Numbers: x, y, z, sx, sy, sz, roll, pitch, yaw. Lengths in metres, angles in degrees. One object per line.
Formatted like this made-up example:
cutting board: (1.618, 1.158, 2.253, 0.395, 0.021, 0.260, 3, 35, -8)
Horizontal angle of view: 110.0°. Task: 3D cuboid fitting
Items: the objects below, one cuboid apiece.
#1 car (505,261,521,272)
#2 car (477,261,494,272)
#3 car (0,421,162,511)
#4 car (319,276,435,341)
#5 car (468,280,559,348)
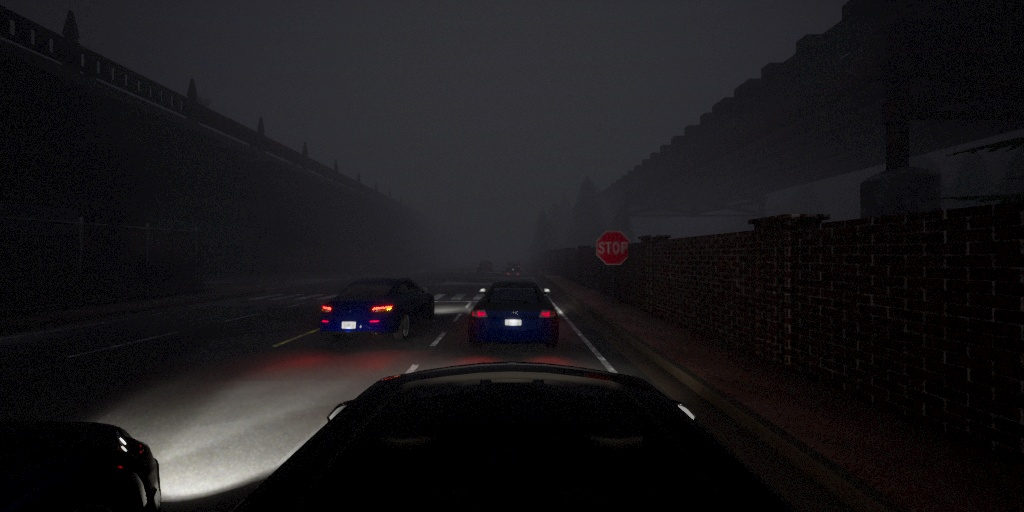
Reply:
car: (0.096, 1.351, 46.082, 1.895, 1.301, 4.718, 0, 0, -1)
car: (-3.399, 1.297, 45.914, 2.033, 1.411, 5.357, 0, 0, -1)
car: (-3.398, 1.314, 0.690, 1.994, 1.385, 4.181, 0, 0, 0)
car: (-3.413, 1.276, 9.786, 1.812, 1.442, 4.674, 0, 0, 0)
car: (0.069, 1.314, 9.263, 1.994, 1.385, 4.181, 0, 0, 1)
